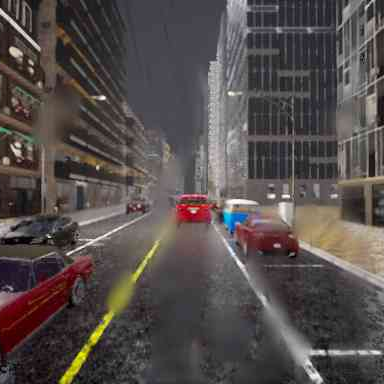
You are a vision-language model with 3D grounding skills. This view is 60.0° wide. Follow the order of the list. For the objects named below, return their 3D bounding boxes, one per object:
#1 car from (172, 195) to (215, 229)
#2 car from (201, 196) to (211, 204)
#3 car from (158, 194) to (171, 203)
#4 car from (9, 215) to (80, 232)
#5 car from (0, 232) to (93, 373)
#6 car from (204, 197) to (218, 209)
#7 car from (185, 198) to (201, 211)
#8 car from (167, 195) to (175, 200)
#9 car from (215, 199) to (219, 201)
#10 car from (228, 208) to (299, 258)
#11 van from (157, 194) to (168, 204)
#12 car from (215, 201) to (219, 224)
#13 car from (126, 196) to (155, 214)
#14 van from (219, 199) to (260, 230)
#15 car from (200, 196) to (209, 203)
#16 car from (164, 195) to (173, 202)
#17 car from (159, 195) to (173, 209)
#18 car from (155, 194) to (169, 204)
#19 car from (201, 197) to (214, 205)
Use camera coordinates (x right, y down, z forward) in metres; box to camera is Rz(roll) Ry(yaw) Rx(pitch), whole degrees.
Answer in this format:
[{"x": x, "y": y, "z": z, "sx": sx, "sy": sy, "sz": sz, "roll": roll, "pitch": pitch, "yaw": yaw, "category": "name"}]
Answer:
[{"x": 0.092, "y": 1.228, "z": 21.775, "sx": 2.150, "sy": 2.045, "sz": 5.566, "roll": 0, "pitch": 0, "yaw": 0, "category": "car"}, {"x": 2.654, "y": 1.563, "z": 63.924, "sx": 1.887, "sy": 1.381, "sz": 4.507, "roll": 1, "pitch": 0, "yaw": 0, "category": "car"}, {"x": -5.690, "y": 1.335, "z": 69.745, "sx": 2.192, "sy": 1.841, "sz": 5.009, "roll": 1, "pitch": 0, "yaw": 0, "category": "car"}, {"x": -5.679, "y": 1.570, "z": 12.767, "sx": 1.947, "sy": 1.339, "sz": 4.313, "roll": 1, "pitch": 0, "yaw": 0, "category": "car"}, {"x": -3.102, "y": 1.603, "z": 5.114, "sx": 1.895, "sy": 1.301, "sz": 4.718, "roll": 0, "pitch": 0, "yaw": 0, "category": "car"}, {"x": 2.659, "y": 1.539, "z": 47.001, "sx": 1.752, "sy": 1.417, "sz": 4.829, "roll": 1, "pitch": 0, "yaw": 0, "category": "car"}, {"x": 0.088, "y": 1.516, "z": 40.981, "sx": 1.837, "sy": 1.490, "sz": 4.892, "roll": 0, "pitch": 0, "yaw": 0, "category": "car"}, {"x": -5.701, "y": 1.574, "z": 92.535, "sx": 1.887, "sy": 1.381, "sz": 4.507, "roll": 1, "pitch": 0, "yaw": 0, "category": "car"}, {"x": 2.664, "y": 1.451, "z": 35.436, "sx": 1.967, "sy": 1.590, "sz": 4.097, "roll": 1, "pitch": 0, "yaw": 0, "category": "car"}, {"x": 2.669, "y": 1.549, "z": 12.644, "sx": 1.887, "sy": 1.381, "sz": 4.507, "roll": 1, "pitch": 0, "yaw": 0, "category": "car"}, {"x": -5.689, "y": 1.359, "z": 64.047, "sx": 1.690, "sy": 1.788, "sz": 3.998, "roll": 1, "pitch": 0, "yaw": 0, "category": "van"}, {"x": 2.665, "y": 1.573, "z": 24.039, "sx": 1.947, "sy": 1.339, "sz": 4.313, "roll": 1, "pitch": 0, "yaw": 0, "category": "car"}, {"x": -5.680, "y": 1.326, "z": 35.559, "sx": 2.192, "sy": 1.841, "sz": 5.009, "roll": 1, "pitch": 0, "yaw": 0, "category": "car"}, {"x": 2.671, "y": 1.347, "z": 18.342, "sx": 1.690, "sy": 1.788, "sz": 3.998, "roll": 1, "pitch": 0, "yaw": 0, "category": "van"}, {"x": 2.653, "y": 1.545, "z": 69.792, "sx": 1.752, "sy": 1.417, "sz": 4.829, "roll": 1, "pitch": 0, "yaw": 0, "category": "car"}, {"x": -5.698, "y": 1.549, "z": 80.970, "sx": 1.752, "sy": 1.417, "sz": 4.829, "roll": 1, "pitch": 0, "yaw": 0, "category": "car"}, {"x": -3.099, "y": 1.518, "z": 46.471, "sx": 1.837, "sy": 1.490, "sz": 4.892, "roll": 0, "pitch": 0, "yaw": 0, "category": "car"}, {"x": -5.689, "y": 1.457, "z": 58.350, "sx": 1.967, "sy": 1.590, "sz": 4.097, "roll": 1, "pitch": 0, "yaw": 0, "category": "car"}, {"x": 2.655, "y": 1.567, "z": 58.227, "sx": 2.008, "sy": 1.369, "sz": 4.403, "roll": 1, "pitch": 0, "yaw": 0, "category": "car"}]
